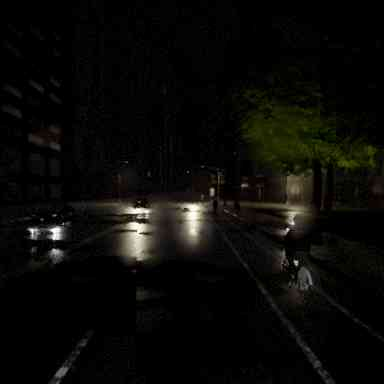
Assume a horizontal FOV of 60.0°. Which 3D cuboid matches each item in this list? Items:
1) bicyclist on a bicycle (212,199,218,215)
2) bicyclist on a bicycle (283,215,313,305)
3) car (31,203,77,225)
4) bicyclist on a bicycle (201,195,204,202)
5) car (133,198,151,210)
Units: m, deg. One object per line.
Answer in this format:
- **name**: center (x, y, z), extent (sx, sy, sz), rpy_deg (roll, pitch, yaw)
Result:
- **bicyclist on a bicycle**: center (2.282, 1.462, 32.470), extent (0.582, 1.620, 1.656), rpy_deg (0, 0, 0)
- **bicyclist on a bicycle**: center (2.243, 1.367, 7.189), extent (0.659, 1.776, 1.843), rpy_deg (0, 0, 0)
- **car**: center (-9.830, 1.525, 24.134), extent (1.812, 1.442, 4.674), rpy_deg (0, 0, 0)
- **bicyclist on a bicycle**: center (2.315, 1.453, 74.115), extent (0.659, 1.776, 1.843), rpy_deg (0, 0, 0)
- **car**: center (-6.527, 1.537, 43.848), extent (1.837, 1.490, 4.892), rpy_deg (0, -1, 0)
